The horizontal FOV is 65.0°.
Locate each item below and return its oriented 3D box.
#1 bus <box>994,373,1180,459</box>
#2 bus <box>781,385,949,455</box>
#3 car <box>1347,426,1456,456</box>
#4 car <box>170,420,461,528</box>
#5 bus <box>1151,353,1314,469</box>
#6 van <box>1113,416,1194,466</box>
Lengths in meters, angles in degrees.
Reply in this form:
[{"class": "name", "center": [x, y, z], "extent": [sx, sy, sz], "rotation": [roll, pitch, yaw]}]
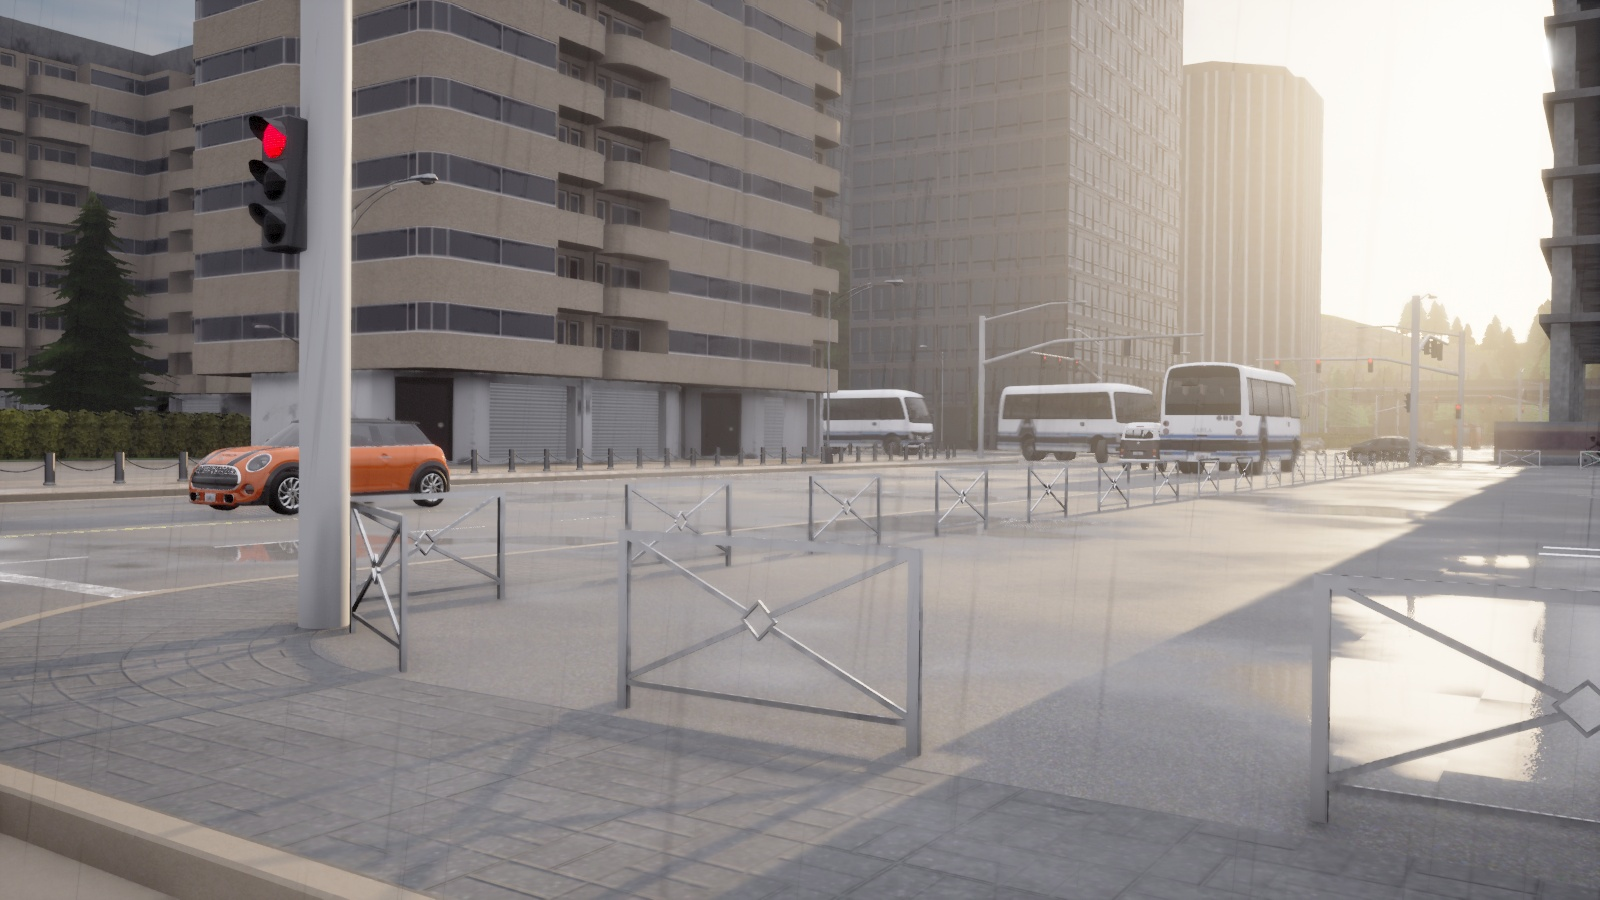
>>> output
[{"class": "bus", "center": [15.288, -1.736, 68.122], "extent": [3.944, 4.253, 10.273], "rotation": [1, 0, -29]}, {"class": "bus", "center": [4.139, -1.855, 81.833], "extent": [10.273, 4.253, 3.944], "rotation": [-1, 1, 33]}, {"class": "car", "center": [31.088, -0.475, 64.978], "extent": [4.892, 1.490, 1.837], "rotation": [-1, 1, 32]}, {"class": "car", "center": [-8.683, 0.356, 22.910], "extent": [2.097, 1.767, 4.553], "rotation": [0, 1, 33]}, {"class": "bus", "center": [17.821, -1.504, 51.114], "extent": [3.944, 4.253, 10.273], "rotation": [0, 1, 33]}, {"class": "van", "center": [15.001, -0.407, 53.198], "extent": [2.069, 2.038, 4.480], "rotation": [0, 1, 33]}]
